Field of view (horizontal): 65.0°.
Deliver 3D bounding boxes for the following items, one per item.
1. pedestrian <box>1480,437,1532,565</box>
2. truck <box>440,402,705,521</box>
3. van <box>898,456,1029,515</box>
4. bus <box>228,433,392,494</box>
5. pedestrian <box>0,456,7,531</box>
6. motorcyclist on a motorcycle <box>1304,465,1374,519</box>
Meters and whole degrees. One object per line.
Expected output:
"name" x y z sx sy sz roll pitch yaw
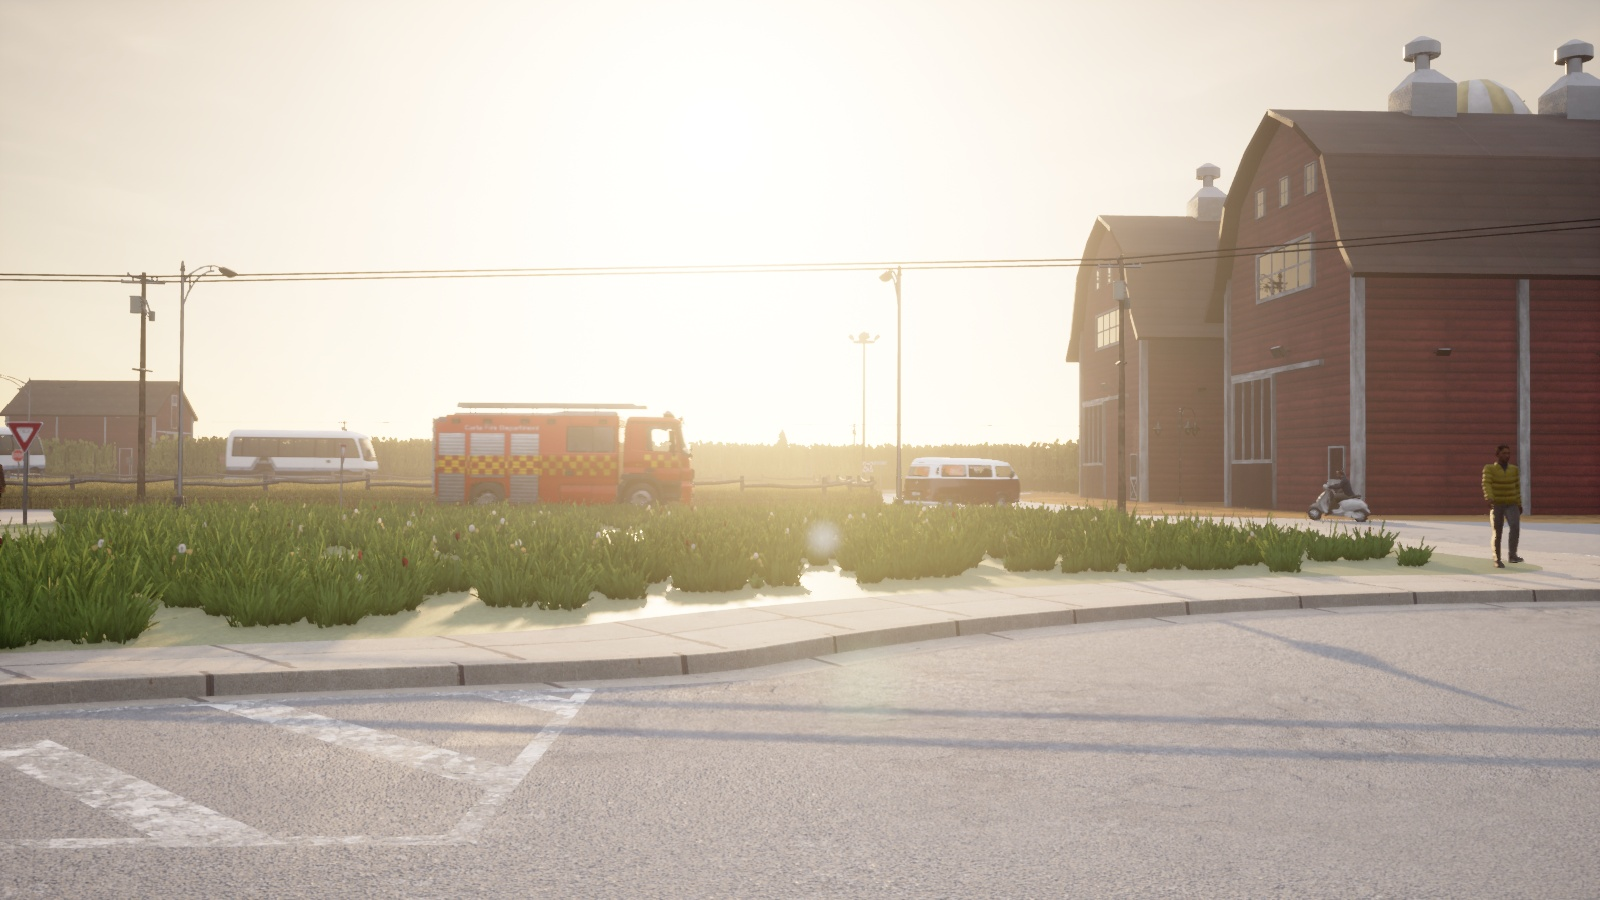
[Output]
"pedestrian" 10.354 0.737 18.428 0.431 1.840 0.709 0 -1 10
"truck" -7.511 0.390 42.397 8.468 3.827 2.891 0 -1 -3
"van" 5.970 1.265 45.614 4.480 2.038 2.069 0 -1 -34
"bus" -35.234 0.996 90.674 10.273 4.253 3.944 0 -1 -2
"pedestrian" -19.547 1.059 30.524 0.328 1.805 0.869 0 -1 -24
"motorcyclist on a motorcycle" 16.630 1.289 38.746 1.817 1.590 0.866 1 0 34
